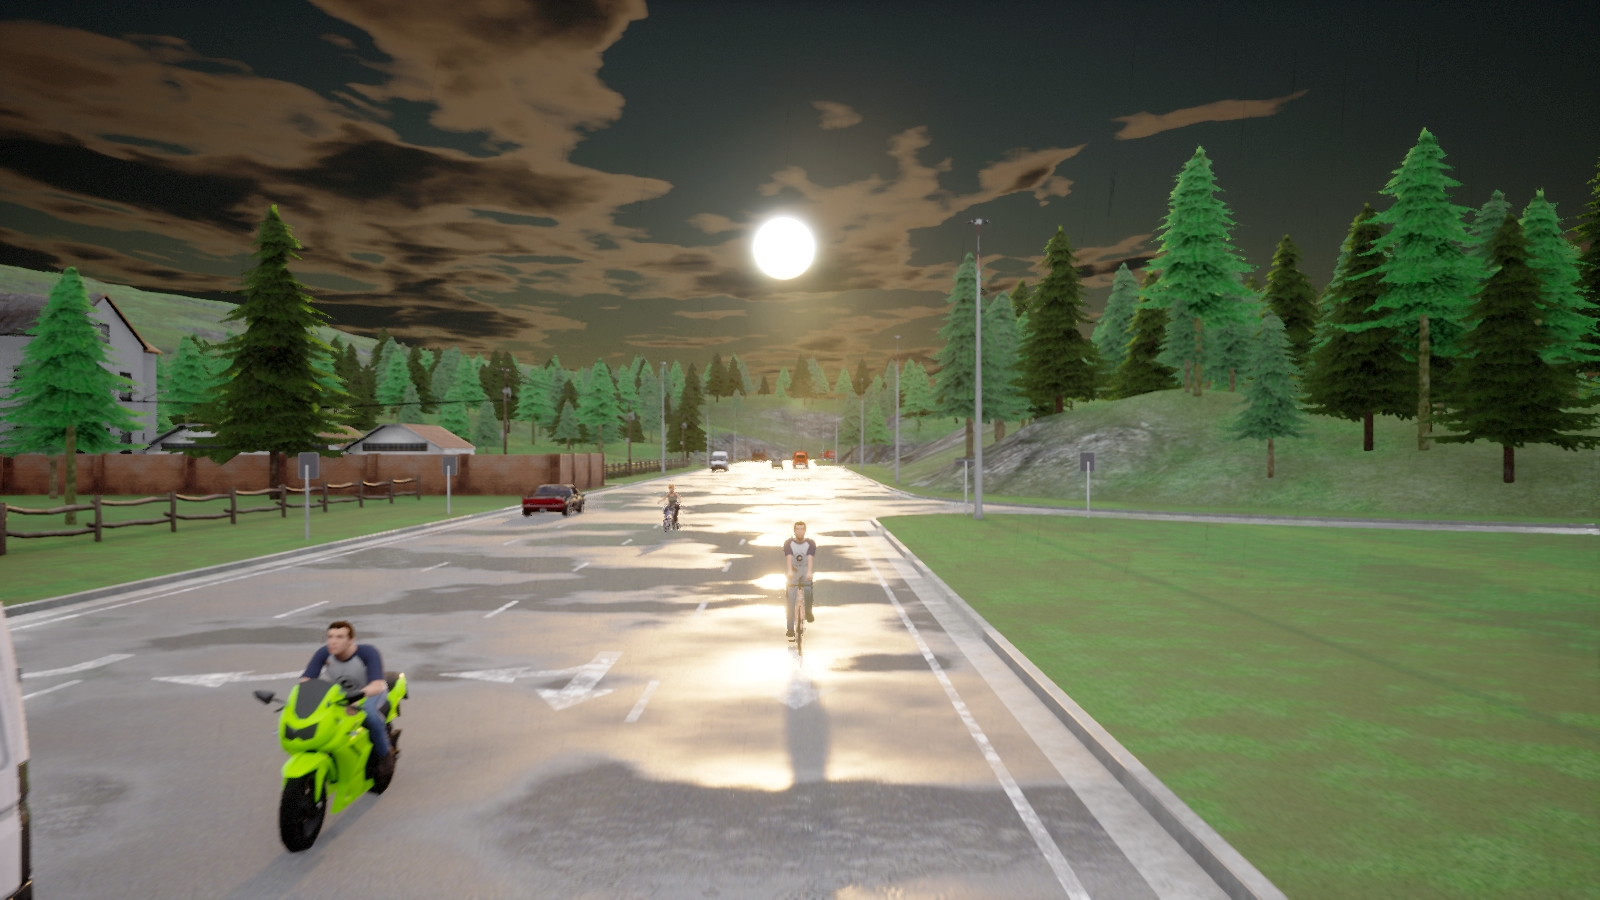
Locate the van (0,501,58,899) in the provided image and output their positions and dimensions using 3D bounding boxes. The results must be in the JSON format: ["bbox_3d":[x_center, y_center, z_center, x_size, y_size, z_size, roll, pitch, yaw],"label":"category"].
[{"bbox_3d":[-4.206,1.534,2.565,1.988,2.561,5.915,0,0,-9],"label":"van"}]

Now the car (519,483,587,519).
[{"bbox_3d":[-10.503,2.146,48.893,1.895,1.301,4.718,0,0,0],"label":"car"}]

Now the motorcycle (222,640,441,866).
[{"bbox_3d":[-3.441,2.186,8.633,0.803,1.199,2.033,0,-1,1],"label":"motorcycle"}]

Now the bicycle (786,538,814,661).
[{"bbox_3d":[-0.001,2.053,15.993,0.373,1.496,1.643,0,0,0],"label":"bicycle"}]

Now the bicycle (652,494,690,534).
[{"bbox_3d":[-4.380,2.151,38.802,0.859,1.277,1.487,0,0,12],"label":"bicycle"}]
